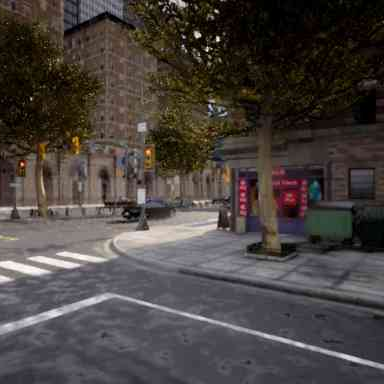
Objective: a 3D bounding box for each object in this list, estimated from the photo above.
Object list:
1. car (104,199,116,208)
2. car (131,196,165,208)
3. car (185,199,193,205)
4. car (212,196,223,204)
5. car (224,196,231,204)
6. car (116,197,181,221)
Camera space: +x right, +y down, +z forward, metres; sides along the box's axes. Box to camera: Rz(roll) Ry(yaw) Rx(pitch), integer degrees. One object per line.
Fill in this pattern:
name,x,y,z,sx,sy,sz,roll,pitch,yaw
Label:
car,-10.413,1.566,48.018,1.895,1.301,4.718,0,0,36
car,-6.308,1.451,48.325,1.882,1.535,5.008,0,0,36
car,-1.925,1.577,48.421,1.895,1.301,4.718,0,0,36
car,5.879,1.529,65.083,2.033,1.411,5.357,0,0,36
car,8.702,1.288,63.013,2.150,2.045,5.566,0,0,36
car,-3.369,1.467,26.857,1.882,1.535,5.008,0,0,37
